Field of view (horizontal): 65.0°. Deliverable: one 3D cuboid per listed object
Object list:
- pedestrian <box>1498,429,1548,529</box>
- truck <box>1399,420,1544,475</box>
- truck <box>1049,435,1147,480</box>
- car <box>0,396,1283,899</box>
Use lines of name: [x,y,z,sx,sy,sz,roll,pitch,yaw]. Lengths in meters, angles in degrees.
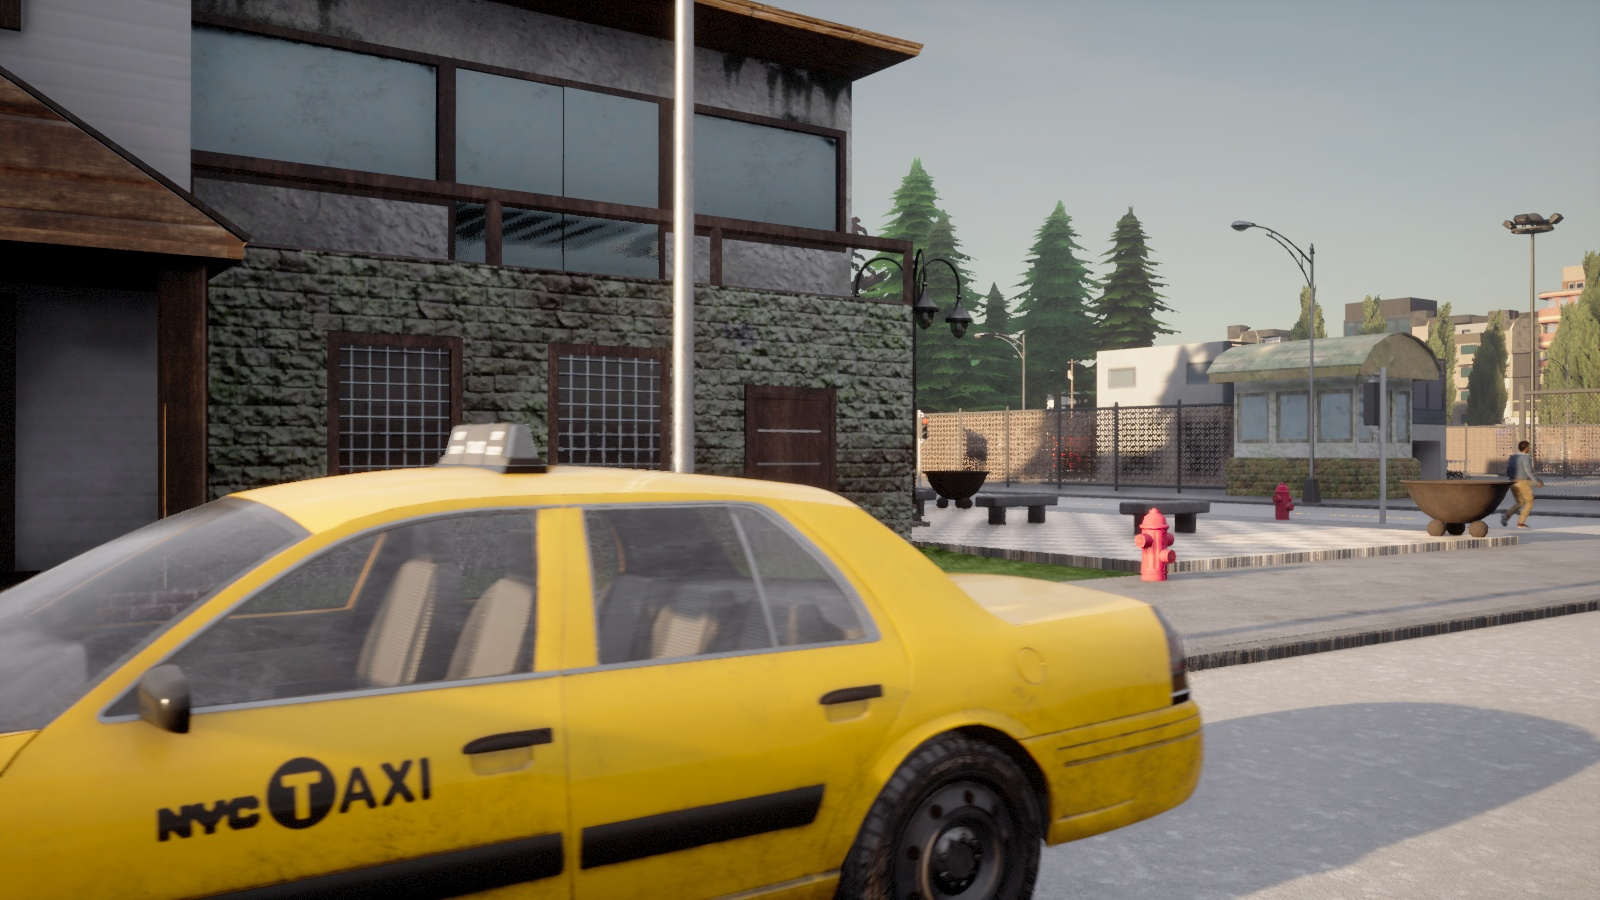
pedestrian: [14.311,0.566,24.864,0.788,1.949,0.423,0,0,-16]
truck: [43.819,-0.129,82.113,7.936,3.462,2.891,0,0,42]
truck: [16.918,0.397,71.258,5.204,2.467,2.627,0,0,-35]
car: [-1.056,0.695,3.534,5.366,1.575,1.801,0,0,-35]
